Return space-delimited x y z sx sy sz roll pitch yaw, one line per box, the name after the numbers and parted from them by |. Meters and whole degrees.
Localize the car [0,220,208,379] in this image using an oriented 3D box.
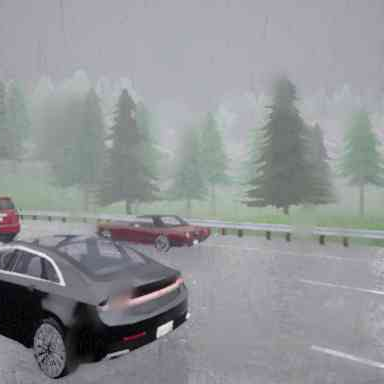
-2.337 1.466 5.467 4.902 1.511 2.128 0 0 34 | car

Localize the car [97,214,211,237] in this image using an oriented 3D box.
-1.726 1.546 13.467 4.718 1.301 1.895 0 0 33 | car

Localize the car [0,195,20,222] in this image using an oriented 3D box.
-9.774 1.149 14.368 5.566 2.045 2.150 0 0 32 | car
